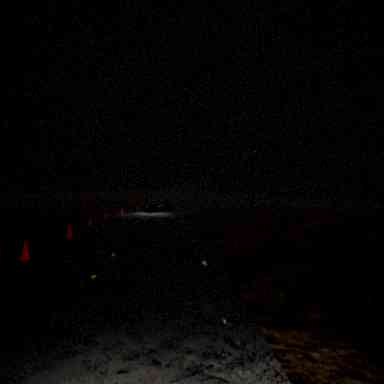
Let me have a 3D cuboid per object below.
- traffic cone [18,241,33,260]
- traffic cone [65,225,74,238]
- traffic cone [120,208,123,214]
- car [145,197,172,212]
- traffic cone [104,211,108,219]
[{"bbox_3d":[-5.365,1.869,10.720,0.340,0.580,0.340,0,0,-4],"label":"traffic cone"},{"bbox_3d":[-5.752,1.836,15.631,0.340,0.580,0.340,0,0,-5],"label":"traffic cone"},{"bbox_3d":[-6.582,1.784,31.023,0.340,0.580,0.340,0,0,4],"label":"traffic cone"},{"bbox_3d":[-3.527,1.321,35.931,1.882,1.535,5.008,0,0,11],"label":"car"},{"bbox_3d":[-6.689,1.793,25.755,0.340,0.580,0.340,0,0,-2],"label":"traffic cone"}]
